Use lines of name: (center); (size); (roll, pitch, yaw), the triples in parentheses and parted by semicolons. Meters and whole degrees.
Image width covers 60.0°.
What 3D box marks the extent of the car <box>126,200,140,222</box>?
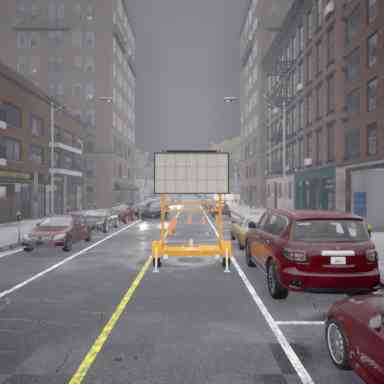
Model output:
car: (-5.419, 1.545, 24.908); (1.887, 1.381, 4.507); (0, 0, 0)

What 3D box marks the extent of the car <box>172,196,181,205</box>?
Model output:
car: (-2.825, 1.510, 57.641); (2.128, 1.511, 4.902); (0, 0, 0)

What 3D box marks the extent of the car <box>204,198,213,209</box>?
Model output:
car: (2.591, 1.584, 35.958); (1.802, 1.307, 4.206); (0, 0, 0)

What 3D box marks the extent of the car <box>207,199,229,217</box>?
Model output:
car: (2.599, 1.583, 30.441); (1.802, 1.307, 4.206); (0, 0, 0)

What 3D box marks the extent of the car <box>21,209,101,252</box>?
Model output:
car: (-5.405, 1.582, 13.869); (1.802, 1.307, 4.206); (0, 0, 0)

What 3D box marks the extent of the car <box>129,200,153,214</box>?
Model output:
car: (-5.434, 1.553, 35.944); (2.008, 1.369, 4.403); (0, 0, 0)

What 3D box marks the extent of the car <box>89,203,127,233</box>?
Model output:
car: (-5.412, 1.551, 19.389); (2.008, 1.369, 4.403); (0, 0, 0)

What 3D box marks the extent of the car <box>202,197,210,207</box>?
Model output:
car: (2.584, 1.531, 41.647); (1.752, 1.417, 4.829); (0, 0, 0)

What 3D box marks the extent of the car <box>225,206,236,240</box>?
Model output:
car: (2.616, 1.525, 14.054); (1.752, 1.417, 4.829); (0, 0, 0)

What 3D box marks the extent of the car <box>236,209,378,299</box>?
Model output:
car: (2.627, 1.315, 8.368); (2.192, 1.841, 5.009); (0, 0, 0)

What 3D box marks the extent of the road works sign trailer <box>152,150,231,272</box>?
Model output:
road works sign trailer: (-0.014, 0.464, 10.731); (2.380, 3.560, 2.880); (0, 0, 0)

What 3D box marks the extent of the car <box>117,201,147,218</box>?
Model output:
car: (-5.426, 1.567, 30.426); (1.947, 1.339, 4.313); (0, 0, 0)

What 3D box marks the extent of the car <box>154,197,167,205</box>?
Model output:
car: (-5.463, 1.601, 58.020); (1.802, 1.307, 4.206); (0, 0, 0)

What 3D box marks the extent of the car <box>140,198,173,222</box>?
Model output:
car: (-2.884, 1.478, 26.944); (1.882, 1.535, 5.008); (0, 0, 0)

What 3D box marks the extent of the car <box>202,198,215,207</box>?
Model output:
car: (2.570, 1.596, 52.513); (1.802, 1.307, 4.206); (0, 0, 0)

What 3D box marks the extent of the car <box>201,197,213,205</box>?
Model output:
car: (2.563, 1.584, 58.032); (1.947, 1.339, 4.313); (0, 0, 0)

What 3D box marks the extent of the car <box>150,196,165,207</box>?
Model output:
car: (-5.456, 1.454, 52.501); (1.967, 1.590, 4.097); (0, 0, 0)

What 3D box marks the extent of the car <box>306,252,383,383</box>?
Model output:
car: (2.634, 1.582, 2.849); (1.802, 1.307, 4.206); (0, 0, 0)
